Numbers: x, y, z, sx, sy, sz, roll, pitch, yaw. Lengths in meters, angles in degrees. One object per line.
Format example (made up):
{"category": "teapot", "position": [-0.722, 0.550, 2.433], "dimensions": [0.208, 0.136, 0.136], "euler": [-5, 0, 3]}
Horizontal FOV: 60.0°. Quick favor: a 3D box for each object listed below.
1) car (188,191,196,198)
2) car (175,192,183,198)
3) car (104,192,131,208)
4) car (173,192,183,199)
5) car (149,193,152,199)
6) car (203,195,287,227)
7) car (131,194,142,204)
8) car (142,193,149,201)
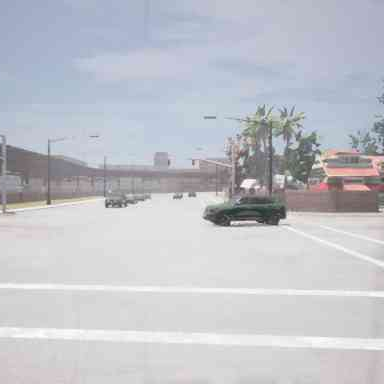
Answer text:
{"category": "car", "position": [0.084, 0.519, 86.839], "dimensions": [2.097, 1.767, 4.553], "euler": [0, 1, 0]}
{"category": "car", "position": [-3.416, 0.709, 87.201], "dimensions": [1.994, 1.385, 4.181], "euler": [0, 1, 0]}
{"category": "car", "position": [-10.509, 1.082, 46.405], "dimensions": [2.150, 2.045, 5.566], "euler": [0, 1, 1]}
{"category": "car", "position": [-3.425, 0.963, 76.883], "dimensions": [1.895, 1.301, 4.718], "euler": [0, 1, 0]}
{"category": "car", "position": [-10.426, 0.897, 76.577], "dimensions": [1.812, 1.442, 4.674], "euler": [0, 1, 0]}
{"category": "car", "position": [3.545, 1.204, 22.310], "dimensions": [5.566, 2.045, 2.150], "euler": [0, 0, -11]}
{"category": "car", "position": [-10.445, 1.286, 56.527], "dimensions": [2.033, 1.411, 5.357], "euler": [0, 1, 0]}
{"category": "car", "position": [-10.436, 1.142, 66.245], "dimensions": [1.994, 1.385, 4.181], "euler": [0, 1, 0]}
